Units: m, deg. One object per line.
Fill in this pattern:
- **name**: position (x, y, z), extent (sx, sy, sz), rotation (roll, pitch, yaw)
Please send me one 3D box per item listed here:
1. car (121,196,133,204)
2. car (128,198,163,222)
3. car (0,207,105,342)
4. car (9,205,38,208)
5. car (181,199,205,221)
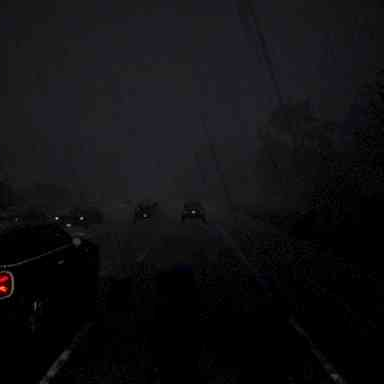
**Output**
- **car**: position (-11.895, 1.511, 61.386), extent (1.837, 1.490, 4.892), rotation (0, 0, -6)
- **car**: position (-3.394, 1.497, 26.466), extent (2.128, 1.511, 4.902), rotation (0, 0, 0)
- **car**: position (-3.397, 1.353, 6.649), extent (2.097, 1.767, 4.553), rotation (0, 0, 0)
- **car**: position (-10.589, 1.530, 20.659), extent (1.812, 1.442, 4.674), rotation (0, 0, 0)
- **car**: position (0.106, 1.553, 27.263), extent (2.033, 1.411, 5.357), rotation (0, 0, 0)
